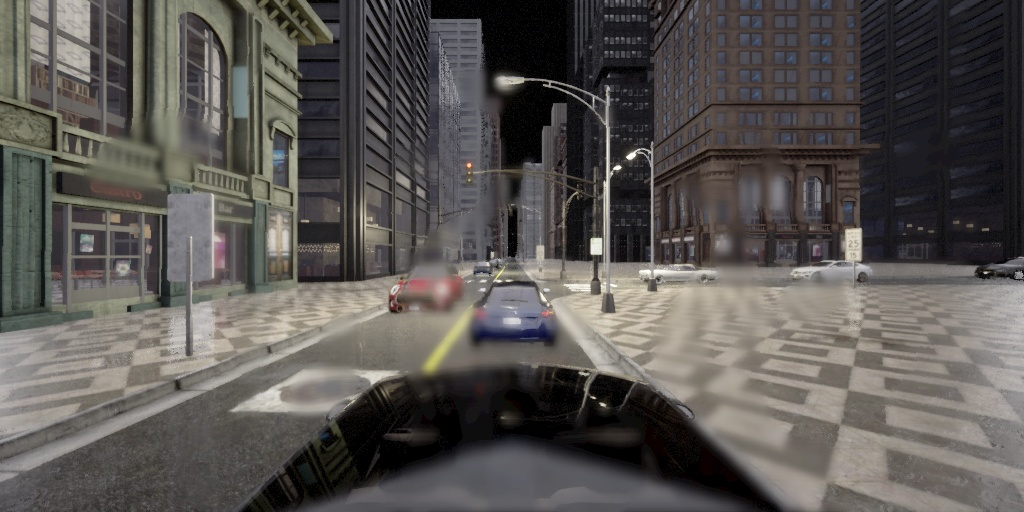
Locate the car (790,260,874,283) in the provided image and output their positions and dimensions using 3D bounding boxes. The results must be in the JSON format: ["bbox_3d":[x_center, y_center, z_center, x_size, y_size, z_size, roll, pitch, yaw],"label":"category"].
[{"bbox_3d":[21.307,1.009,23.941,4.674,1.442,1.812,-1,0,0],"label":"car"}]

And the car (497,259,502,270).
[{"bbox_3d":[-2.920,1.235,53.991,1.882,1.535,5.008,0,0,0],"label":"car"}]

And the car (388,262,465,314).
[{"bbox_3d":[-3.061,1.102,13.725,2.097,1.767,4.553,0,0,0],"label":"car"}]

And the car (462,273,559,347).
[{"bbox_3d":[0.064,1.314,9.312,1.994,1.385,4.181,0,0,1],"label":"car"}]

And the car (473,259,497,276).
[{"bbox_3d":[-2.983,1.299,37.657,2.033,1.411,5.357,0,0,0],"label":"car"}]

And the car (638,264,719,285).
[{"bbox_3d":[10.970,1.205,23.969,4.718,1.301,1.895,-1,0,0],"label":"car"}]

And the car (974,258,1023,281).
[{"bbox_3d":[34.013,0.849,23.894,4.892,1.490,1.837,-1,0,0],"label":"car"}]
